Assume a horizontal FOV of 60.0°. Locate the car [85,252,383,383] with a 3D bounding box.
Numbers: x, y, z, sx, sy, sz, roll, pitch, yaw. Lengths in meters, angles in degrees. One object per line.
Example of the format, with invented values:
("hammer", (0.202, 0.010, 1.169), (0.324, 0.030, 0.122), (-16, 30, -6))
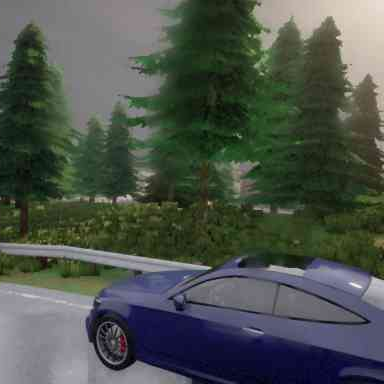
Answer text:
("car", (0.796, 1.499, 4.072), (4.674, 1.442, 1.812), (1, 1, 31))
